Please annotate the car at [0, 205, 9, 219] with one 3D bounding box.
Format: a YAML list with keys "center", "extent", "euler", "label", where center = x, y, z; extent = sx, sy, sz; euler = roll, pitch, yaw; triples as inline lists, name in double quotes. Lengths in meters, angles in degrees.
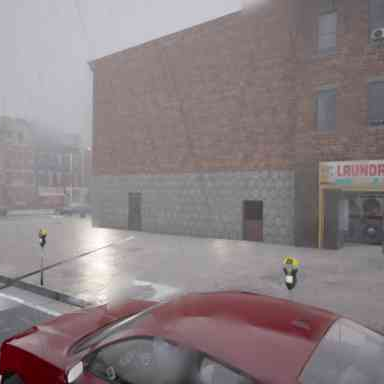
- center: [-19.334, 1.724, 30.185]
  extent: [2.128, 1.511, 4.902]
  euler: [1, 0, 36]
  label: "car"

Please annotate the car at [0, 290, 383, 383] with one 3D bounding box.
- center: [0.145, 1.544, 2.694]
  extent: [4.507, 1.381, 1.887]
  euler: [0, 1, 36]
  label: "car"

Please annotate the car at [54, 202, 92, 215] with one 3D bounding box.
- center: [-13.171, 1.920, 38.790]
  extent: [2.033, 1.411, 5.357]
  euler: [1, 0, 35]
  label: "car"
